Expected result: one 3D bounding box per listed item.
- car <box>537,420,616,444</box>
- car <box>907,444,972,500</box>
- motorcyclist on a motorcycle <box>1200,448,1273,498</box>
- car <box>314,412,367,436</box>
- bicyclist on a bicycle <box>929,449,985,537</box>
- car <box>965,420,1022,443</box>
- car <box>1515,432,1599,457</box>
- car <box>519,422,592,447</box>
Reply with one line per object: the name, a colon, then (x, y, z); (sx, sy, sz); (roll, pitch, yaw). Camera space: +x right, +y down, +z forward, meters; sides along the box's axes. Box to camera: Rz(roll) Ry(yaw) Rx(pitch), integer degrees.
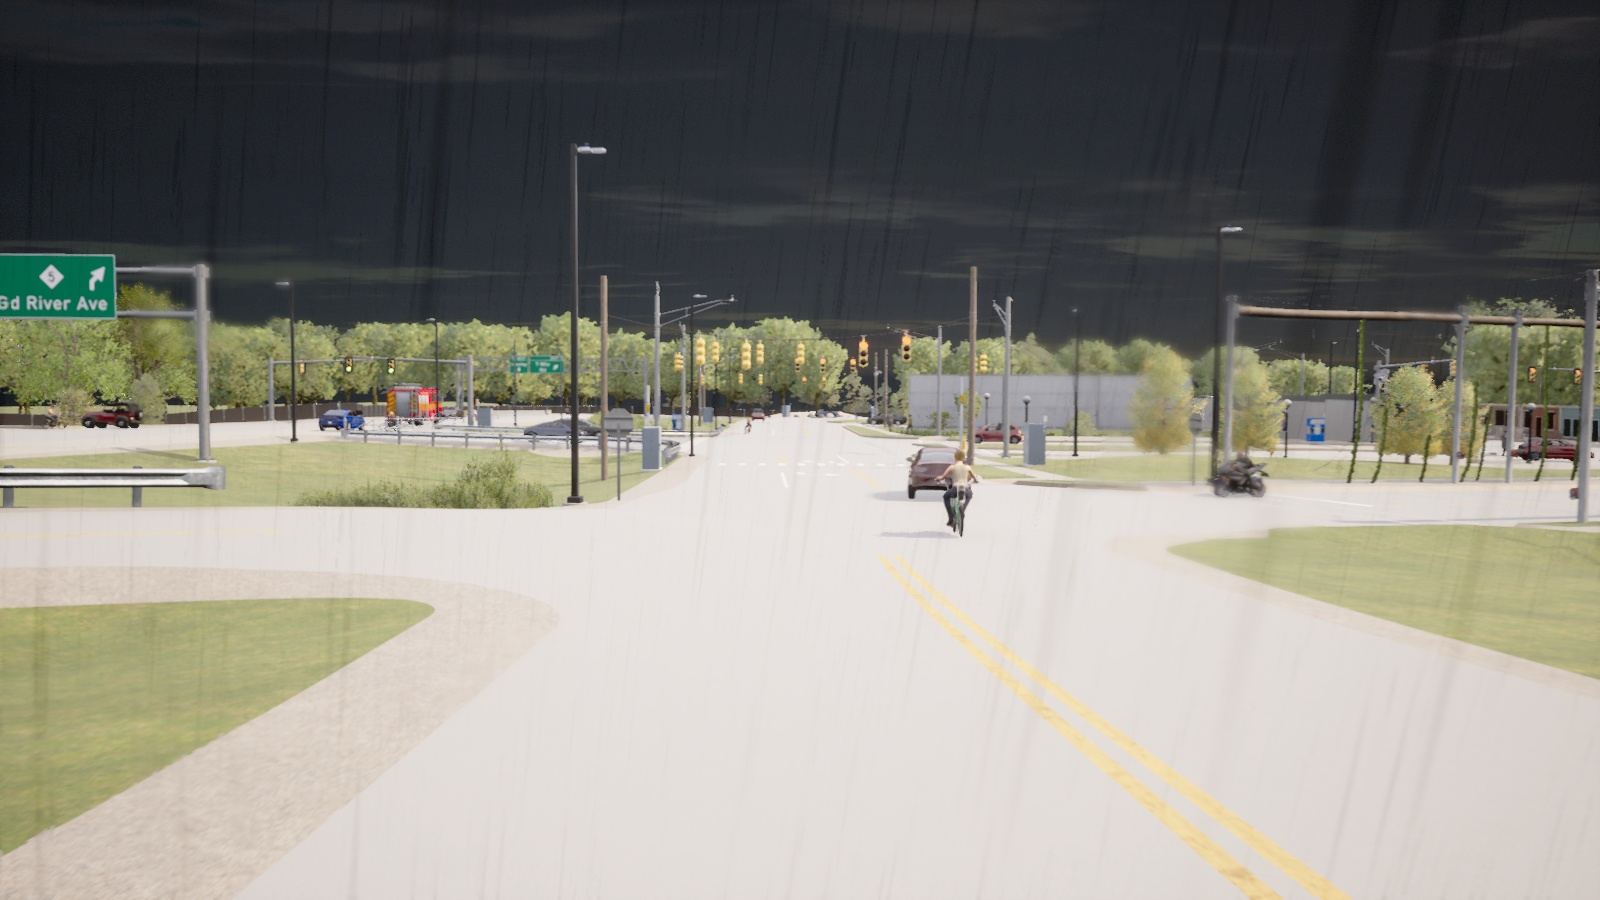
car: (-14.693, -1.188, 82.668); (4.892, 1.490, 1.837); (0, 2, -3)
car: (4.102, 0.600, 37.271); (1.812, 1.442, 4.674); (0, 2, 5)
motorcyclist on a motorcycle: (14.064, 0.724, 40.450); (2.191, 1.530, 0.866); (0, 3, -26)
car: (-31.622, -1.786, 86.509); (1.882, 1.535, 5.008); (2, 2, -2)
bicyclist on a bicycle: (3.007, 0.801, 24.169); (0.866, 1.612, 1.509); (0, 1, 0)
car: (14.147, -1.345, 92.029); (3.988, 1.617, 1.851); (0, 2, 4)
car: (48.289, -0.355, 80.202); (4.193, 1.474, 1.816); (1, 3, 12)
car: (-15.356, -0.971, 79.063); (4.181, 1.385, 1.994); (2, 2, 0)
